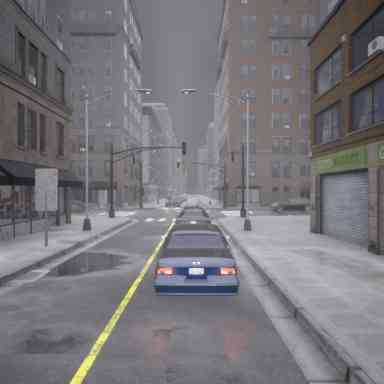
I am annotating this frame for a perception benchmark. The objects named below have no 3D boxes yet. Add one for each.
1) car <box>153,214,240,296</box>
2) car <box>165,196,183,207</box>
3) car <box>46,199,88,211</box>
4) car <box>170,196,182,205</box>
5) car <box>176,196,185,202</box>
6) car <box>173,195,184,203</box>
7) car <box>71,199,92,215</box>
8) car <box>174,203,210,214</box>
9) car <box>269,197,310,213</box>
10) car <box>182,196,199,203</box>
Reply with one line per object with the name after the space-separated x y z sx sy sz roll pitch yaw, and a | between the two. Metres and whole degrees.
0.094 1.547 8.807 2.033 1.411 5.357 0 0 0 | car
-2.810 1.351 49.838 2.097 1.767 4.553 0 0 1 | car
-14.697 1.539 39.283 4.313 1.339 1.947 0 0 0 | car
-2.758 1.526 58.567 1.812 1.442 4.674 0 0 0 | car
-2.654 1.599 78.884 1.895 1.301 4.718 0 0 0 | car
-2.676 1.493 68.570 2.128 1.511 4.902 0 0 0 | car
-12.399 1.563 33.790 4.181 1.385 1.994 0 0 0 | car
0.086 1.563 19.353 1.994 1.385 4.181 0 0 1 | car
10.886 1.353 36.679 4.553 1.767 2.097 0 0 0 | car
0.015 1.525 48.543 1.812 1.442 4.674 0 0 2 | car
